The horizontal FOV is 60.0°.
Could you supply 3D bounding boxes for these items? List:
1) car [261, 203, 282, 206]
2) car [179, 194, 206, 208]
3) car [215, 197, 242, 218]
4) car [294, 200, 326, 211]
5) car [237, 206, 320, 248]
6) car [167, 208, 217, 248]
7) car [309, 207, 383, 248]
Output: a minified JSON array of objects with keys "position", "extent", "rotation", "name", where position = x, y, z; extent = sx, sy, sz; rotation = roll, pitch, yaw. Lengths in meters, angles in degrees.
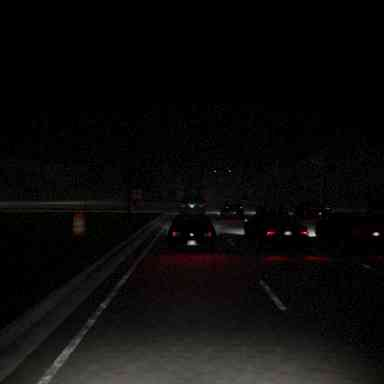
[{"position":[7.000,1.615,29.680],"extent":[1.895,1.301,4.718],"rotation":[0,0,0],"name":"car"},{"position":[0.000,1.257,29.680],"extent":[2.150,2.045,5.566],"rotation":[0,0,0],"name":"car"},{"position":[3.500,1.494,29.650],"extent":[2.128,1.511,4.902],"rotation":[0,0,0],"name":"car"},{"position":[10.500,1.516,29.650],"extent":[1.837,1.490,4.892],"rotation":[0,0,0],"name":"car"},{"position":[3.500,1.562,14.650],"extent":[2.033,1.411,5.357],"rotation":[0,0,0],"name":"car"},{"position":[0.000,1.615,14.680],"extent":[1.895,1.301,4.718],"rotation":[0,0,0],"name":"car"},{"position":[7.000,1.571,14.650],"extent":[1.994,1.385,4.181],"rotation":[0,0,0],"name":"car"}]
